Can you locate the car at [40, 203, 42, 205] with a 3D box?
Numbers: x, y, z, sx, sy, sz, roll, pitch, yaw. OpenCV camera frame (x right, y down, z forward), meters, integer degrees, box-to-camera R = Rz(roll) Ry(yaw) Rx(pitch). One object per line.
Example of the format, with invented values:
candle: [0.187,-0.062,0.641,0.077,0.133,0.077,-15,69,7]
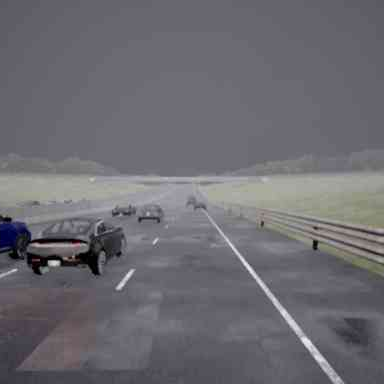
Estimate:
car: [-24.585,2.009,50.456,1.837,1.490,4.892,0,0,0]

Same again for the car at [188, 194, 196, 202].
car: [-0.062,1.746,93.284,2.150,2.045,5.566,0,1,0]

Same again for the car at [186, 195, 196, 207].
car: [-0.044,1.937,67.797,2.150,2.045,5.566,0,0,0]

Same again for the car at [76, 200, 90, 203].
car: [-17.594,2.051,53.570,1.837,1.490,4.892,0,-1,0]

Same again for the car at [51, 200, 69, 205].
car: [-21.087,2.072,53.525,1.812,1.442,4.674,0,-1,0]

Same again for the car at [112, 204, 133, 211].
car: [-6.923,1.916,34.606,1.895,1.301,4.718,0,-1,0]

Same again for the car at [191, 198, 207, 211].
car: [1.193,2.001,49.648,1.837,1.490,4.892,0,-1,0]

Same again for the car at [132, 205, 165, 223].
car: [-3.419,1.795,28.311,2.033,1.411,5.357,0,-1,0]

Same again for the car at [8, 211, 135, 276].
car: [-3.408,1.571,10.641,2.128,1.511,4.902,0,-1,0]

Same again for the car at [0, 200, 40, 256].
car: [-6.907,1.294,9.731,2.150,2.045,5.566,0,-1,0]
